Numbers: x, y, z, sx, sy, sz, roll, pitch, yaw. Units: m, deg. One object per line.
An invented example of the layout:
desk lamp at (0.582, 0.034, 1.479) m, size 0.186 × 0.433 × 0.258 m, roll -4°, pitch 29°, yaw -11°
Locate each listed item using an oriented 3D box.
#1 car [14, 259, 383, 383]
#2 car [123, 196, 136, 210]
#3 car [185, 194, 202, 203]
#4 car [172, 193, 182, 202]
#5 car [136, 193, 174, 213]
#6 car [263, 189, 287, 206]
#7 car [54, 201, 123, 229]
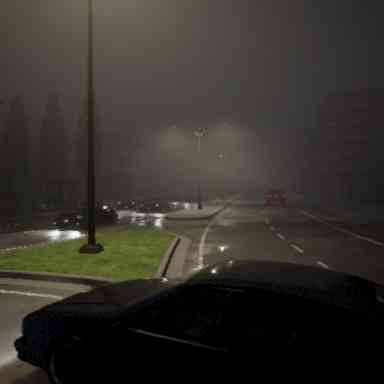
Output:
car at (0.611, 1.496, 3.530) m, size 5.357 × 1.411 × 2.033 m, roll 0°, pitch 1°, yaw 26°
car at (-6.169, 1.154, 35.305) m, size 1.895 × 1.301 × 4.718 m, roll 0°, pitch 1°, yaw 11°
car at (0.254, 0.933, 50.709) m, size 1.895 × 1.301 × 4.718 m, roll 0°, pitch 1°, yaw 11°
car at (-2.886, 0.878, 52.858) m, size 1.994 × 1.385 × 4.181 m, roll 0°, pitch 1°, yaw 11°
car at (-3.378, 1.125, 31.116) m, size 1.812 × 1.442 × 4.674 m, roll 0°, pitch 1°, yaw 10°
car at (10.590, 0.631, 42.459) m, size 2.150 × 2.045 × 5.566 m, roll 0°, pitch 1°, yaw 10°
car at (-6.091, 1.324, 19.506) m, size 1.994 × 1.385 × 4.181 m, roll 0°, pitch 1°, yaw 17°
